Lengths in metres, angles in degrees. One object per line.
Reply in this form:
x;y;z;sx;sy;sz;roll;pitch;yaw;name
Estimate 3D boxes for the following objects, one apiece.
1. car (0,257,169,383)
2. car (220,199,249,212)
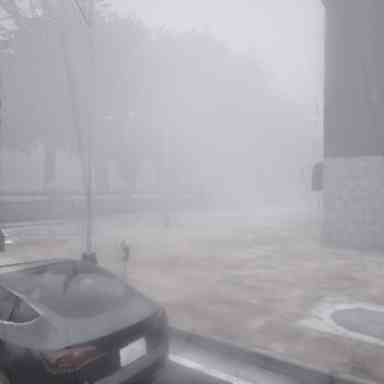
-2.253;1.574;4.404;4.313;1.339;1.947;0;1;35;car
5.288;1.574;40.967;2.128;1.511;4.902;1;0;36;car
